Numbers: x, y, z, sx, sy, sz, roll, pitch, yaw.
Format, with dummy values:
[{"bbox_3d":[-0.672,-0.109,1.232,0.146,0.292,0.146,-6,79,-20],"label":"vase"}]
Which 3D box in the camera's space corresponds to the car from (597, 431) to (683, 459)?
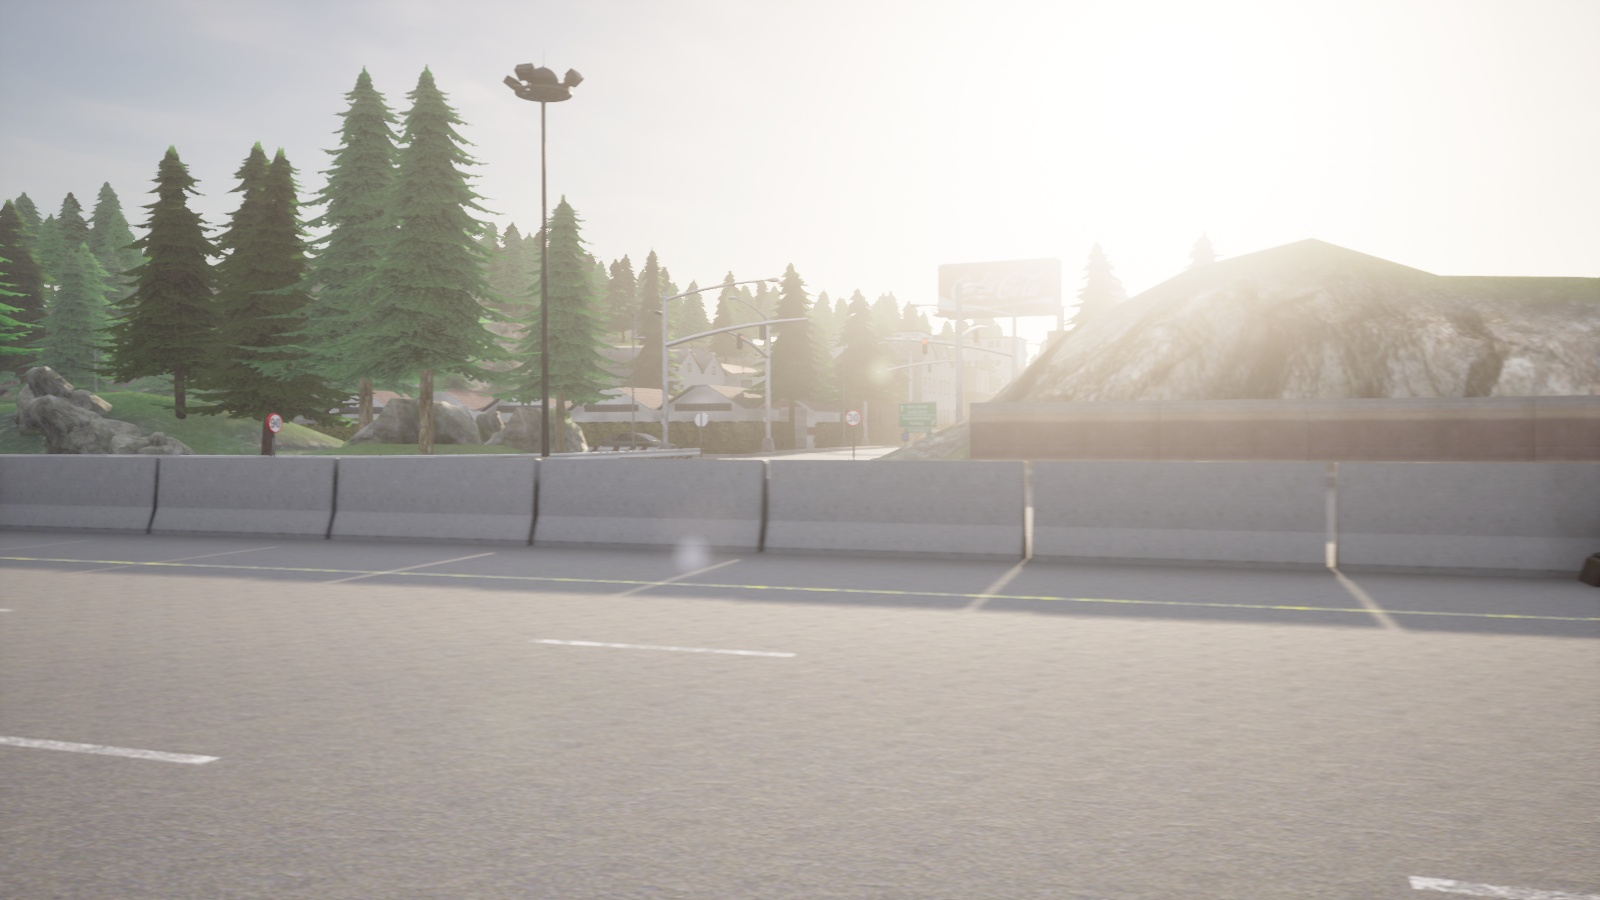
[{"bbox_3d":[-8.592,-0.277,67.445,4.193,1.474,1.816,1,1,19],"label":"car"}]
